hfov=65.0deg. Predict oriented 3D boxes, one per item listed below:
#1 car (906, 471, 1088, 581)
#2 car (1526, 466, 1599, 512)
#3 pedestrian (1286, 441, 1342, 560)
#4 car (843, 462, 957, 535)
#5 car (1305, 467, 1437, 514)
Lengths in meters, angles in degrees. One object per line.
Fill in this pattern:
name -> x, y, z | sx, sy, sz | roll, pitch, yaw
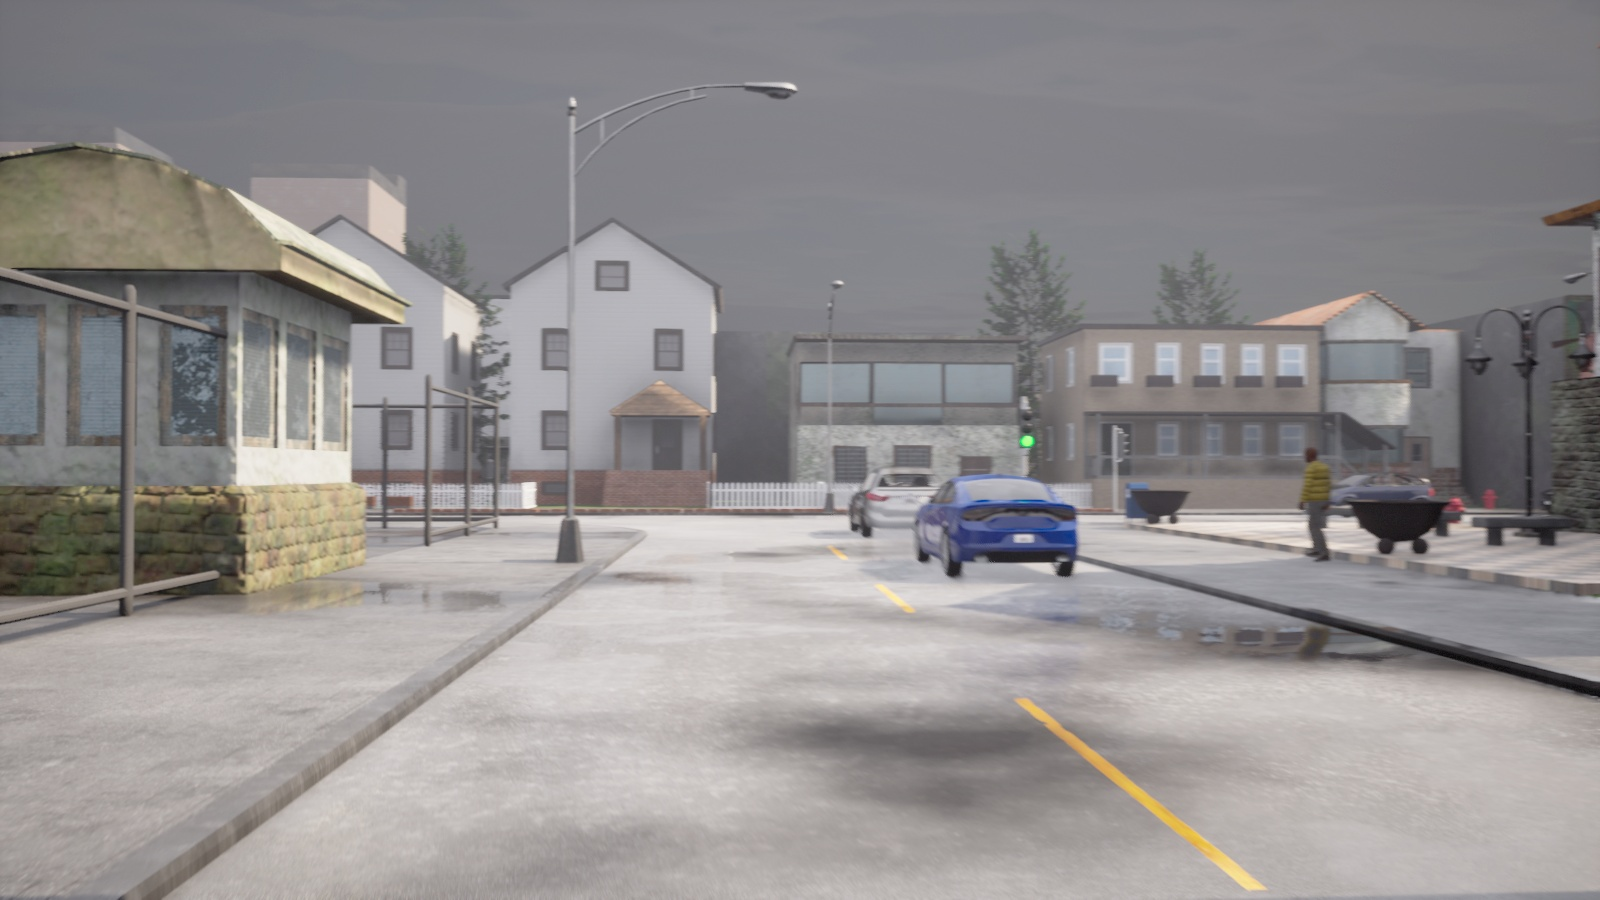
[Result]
car -> 2.976, 1.109, 20.130 | 1.882, 1.535, 5.008 | 0, -1, -3
car -> 28.240, 1.325, 43.617 | 5.008, 1.535, 1.882 | 0, -1, -3
pedestrian -> 8.137, 0.788, 19.886 | 0.370, 1.835, 0.726 | 0, -1, -31
car -> 2.390, 1.167, 31.332 | 2.242, 1.667, 4.611 | 0, -1, -3
car -> 19.594, 1.379, 43.171 | 3.705, 1.549, 1.789 | 0, -1, -3
